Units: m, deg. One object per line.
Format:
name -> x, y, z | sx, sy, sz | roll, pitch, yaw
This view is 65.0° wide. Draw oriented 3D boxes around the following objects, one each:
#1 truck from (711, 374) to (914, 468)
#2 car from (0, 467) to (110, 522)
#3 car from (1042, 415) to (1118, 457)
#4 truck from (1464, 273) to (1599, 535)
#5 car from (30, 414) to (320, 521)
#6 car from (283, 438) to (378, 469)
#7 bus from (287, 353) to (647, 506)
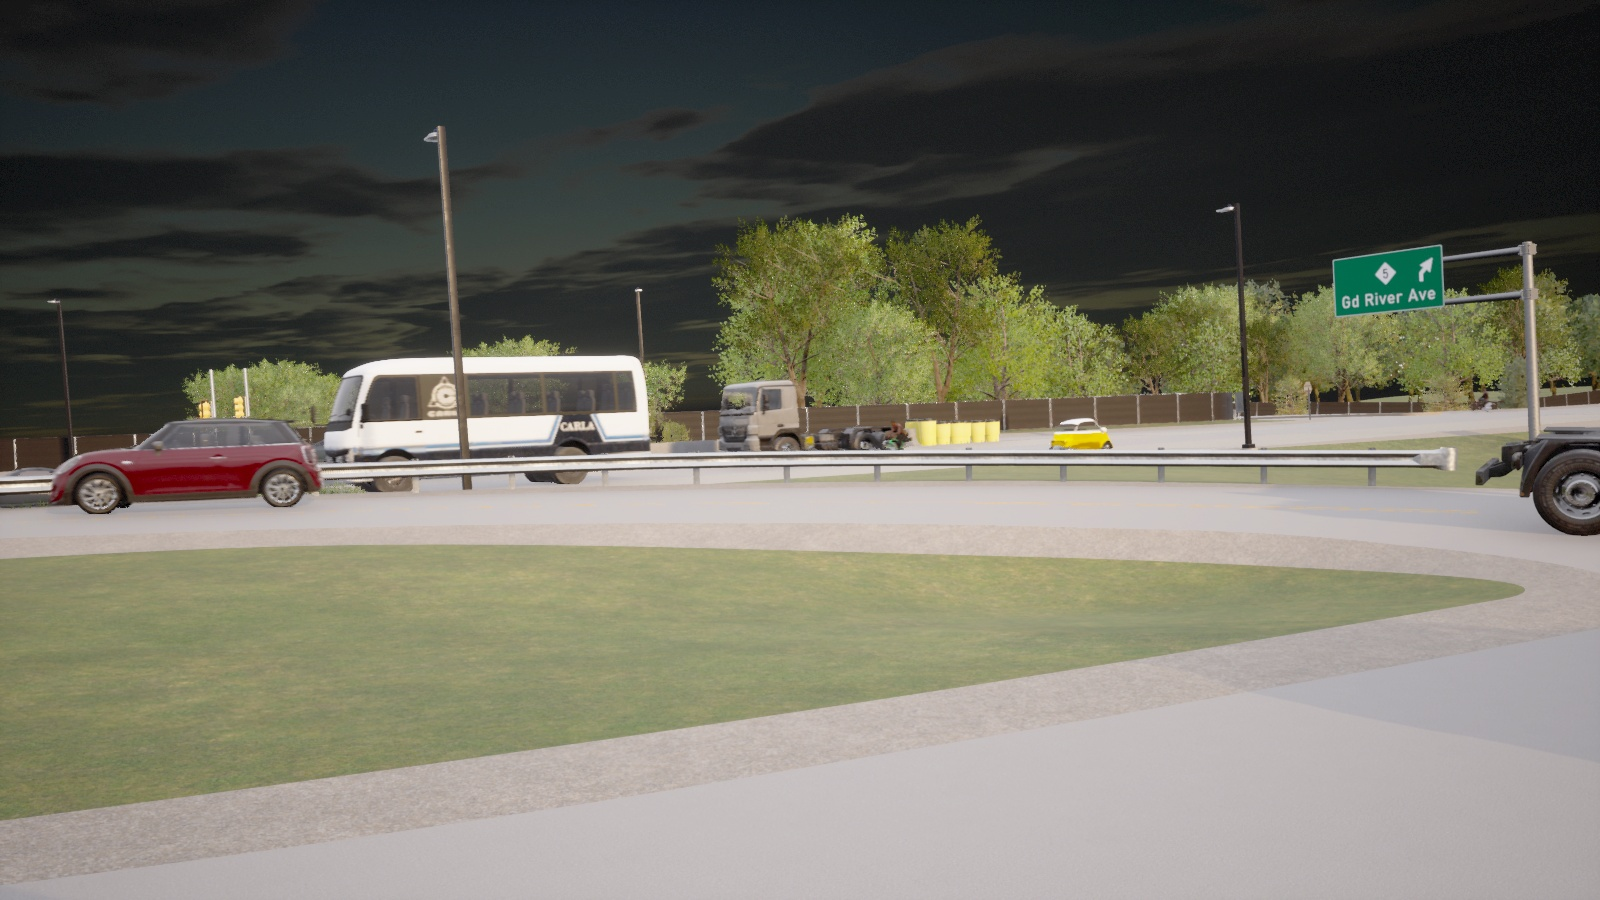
truck -> 0.600, -1.242, 51.713 | 7.936, 3.462, 2.891 | -4, 2, -33
car -> -22.698, 1.322, 36.747 | 4.181, 1.385, 1.994 | -4, 2, -33
car -> 10.112, -0.489, 45.339 | 2.207, 1.376, 1.481 | -4, 2, -33
truck -> 13.357, -0.653, 16.460 | 7.936, 3.462, 2.891 | 1, 5, 33
car -> -11.454, 0.268, 23.430 | 4.553, 1.767, 2.097 | -2, 2, -19
car -> -24.310, 0.176, 65.111 | 4.181, 1.385, 1.994 | -3, 2, -6
bus -> -10.542, -0.797, 40.400 | 10.273, 4.253, 3.944 | -4, 2, -33
